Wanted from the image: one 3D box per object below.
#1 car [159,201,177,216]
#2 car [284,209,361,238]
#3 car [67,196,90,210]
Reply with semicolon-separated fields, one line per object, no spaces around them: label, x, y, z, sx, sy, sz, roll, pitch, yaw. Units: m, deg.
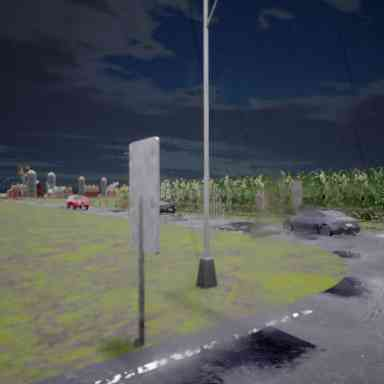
car;-3.547;1.664;35.532;1.882;1.535;5.008;0;0;-35
car;6.870;1.600;17.985;1.994;1.385;4.181;-1;0;-23
car;-17.506;1.598;50.958;2.150;2.045;5.566;0;0;-35
